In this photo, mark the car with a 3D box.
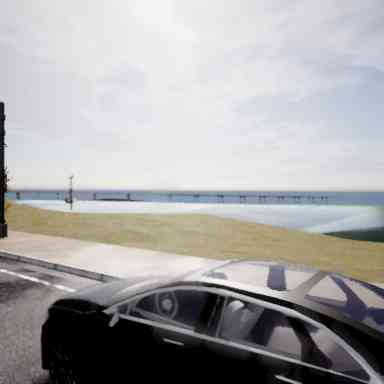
[{"bbox_3d":[0.382,1.486,3.413,4.902,1.511,2.128,0,0,35],"label":"car"}]
